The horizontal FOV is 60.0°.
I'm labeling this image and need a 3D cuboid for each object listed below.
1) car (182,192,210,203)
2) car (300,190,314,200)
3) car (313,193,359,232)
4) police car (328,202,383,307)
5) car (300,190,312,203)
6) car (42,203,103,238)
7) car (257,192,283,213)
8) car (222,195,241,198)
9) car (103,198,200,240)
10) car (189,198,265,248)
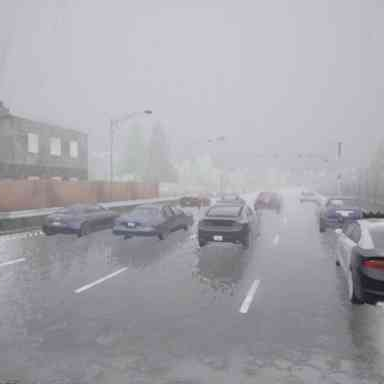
[{"bbox_3d":[0.403,0.789,31.970,1.882,1.535,5.008,0,1,18],"label":"car"},{"bbox_3d":[18.347,0.396,53.154,2.033,1.411,5.357,0,1,18],"label":"car"},{"bbox_3d":[7.470,0.983,16.851,2.097,1.767,4.553,0,1,18],"label":"car"},{"bbox_3d":[4.381,1.259,7.491,1.930,1.638,5.238,0,1,18],"label":"police car"},{"bbox_3d":[14.357,0.712,41.011,1.895,1.301,4.718,0,1,19],"label":"car"},{"bbox_3d":[-4.971,1.227,15.691,1.994,1.385,4.181,0,1,18],"label":"car"},{"bbox_3d":[6.608,0.736,28.430,2.097,1.767,4.553,0,1,18],"label":"car"},{"bbox_3d":[3.699,0.936,30.790,1.895,1.301,4.718,0,1,18],"label":"car"},{"bbox_3d":[-1.520,1.224,14.988,2.033,1.411,5.357,0,1,18],"label":"car"},{"bbox_3d":[1.623,1.216,13.333,1.837,1.490,4.892,0,2,18],"label":"car"}]
